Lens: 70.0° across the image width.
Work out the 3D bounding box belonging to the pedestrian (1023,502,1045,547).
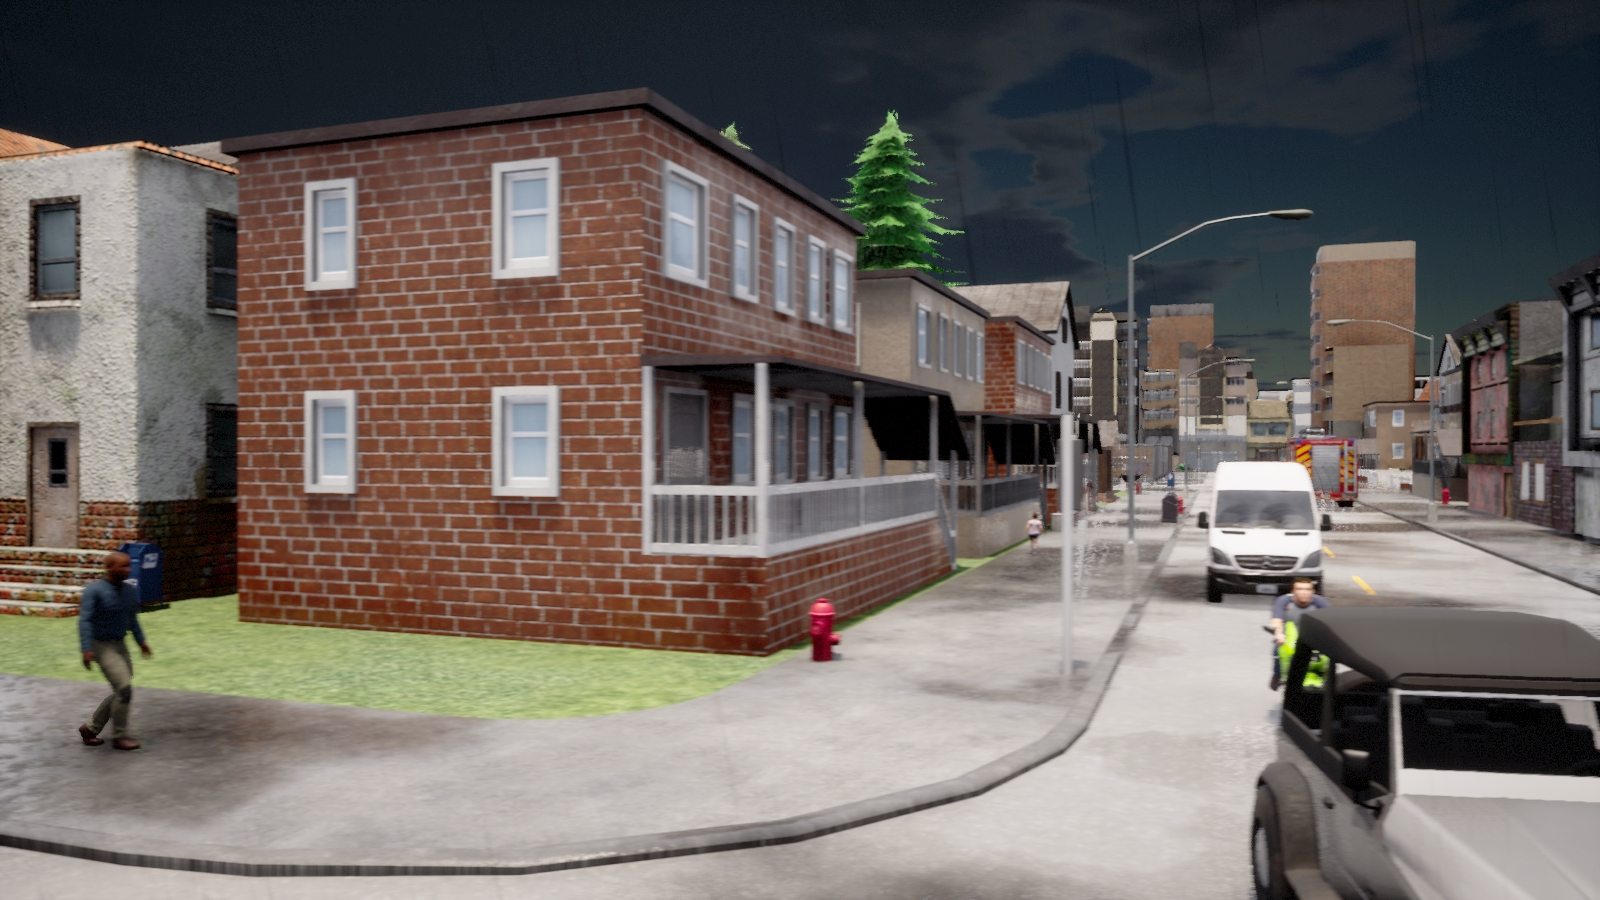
[{"bbox_3d":[5.986,1.905,29.244,0.500,1.100,0.500,0,0,18],"label":"pedestrian"}]

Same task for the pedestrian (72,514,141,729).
[{"bbox_3d":[-6.208,1.518,10.237,0.375,1.860,0.375,0,0,12],"label":"pedestrian"}]

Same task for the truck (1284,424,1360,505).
[{"bbox_3d":[26.639,0.671,58.616,2.891,3.827,8.468,0,0,20],"label":"truck"}]

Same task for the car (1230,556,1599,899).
[{"bbox_3d":[3.427,1.637,5.497,1.905,1.878,3.866,0,0,11],"label":"car"}]

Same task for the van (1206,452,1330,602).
[{"bbox_3d":[9.109,1.314,22.569,1.988,2.561,5.915,0,0,20],"label":"van"}]
